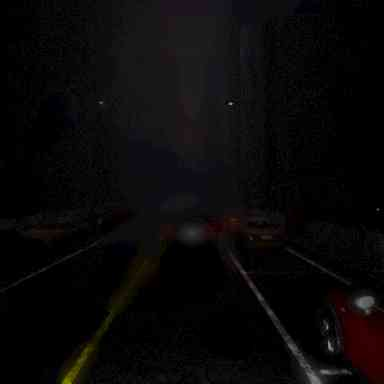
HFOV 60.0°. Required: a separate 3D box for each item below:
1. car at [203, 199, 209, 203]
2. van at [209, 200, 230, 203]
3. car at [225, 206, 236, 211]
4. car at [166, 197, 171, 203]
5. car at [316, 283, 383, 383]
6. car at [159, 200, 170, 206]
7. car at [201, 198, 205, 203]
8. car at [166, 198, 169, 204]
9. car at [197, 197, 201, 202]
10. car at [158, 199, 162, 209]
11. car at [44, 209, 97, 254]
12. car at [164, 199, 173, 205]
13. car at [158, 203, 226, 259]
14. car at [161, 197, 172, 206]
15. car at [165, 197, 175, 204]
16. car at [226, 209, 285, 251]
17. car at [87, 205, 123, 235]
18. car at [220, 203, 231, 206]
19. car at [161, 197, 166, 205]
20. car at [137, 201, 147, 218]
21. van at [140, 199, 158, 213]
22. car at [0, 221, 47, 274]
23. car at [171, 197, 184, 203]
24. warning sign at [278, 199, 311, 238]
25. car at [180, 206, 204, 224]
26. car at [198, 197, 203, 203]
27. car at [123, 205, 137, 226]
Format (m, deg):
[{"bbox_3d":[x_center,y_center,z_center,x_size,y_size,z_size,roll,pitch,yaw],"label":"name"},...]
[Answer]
[{"bbox_3d":[2.757,1.982,42.501,1.887,1.381,4.507,0,-1,0],"label":"car"},{"bbox_3d":[2.760,1.664,31.299,1.690,1.788,3.998,0,-1,0],"label":"van"},{"bbox_3d":[2.761,1.752,20.093,1.887,1.381,4.507,0,-1,0],"label":"car"},{"bbox_3d":[-5.773,2.109,64.896,1.967,1.590,4.097,0,-1,0],"label":"car"},{"bbox_3d":[2.765,1.475,3.288,1.967,1.590,4.097,0,-1,0],"label":"car"},{"bbox_3d":[-5.774,2.292,70.496,1.947,1.339,4.313,0,-1,0],"label":"car"},{"bbox_3d":[2.756,1.935,48.103,1.967,1.590,4.097,0,-1,0],"label":"car"},{"bbox_3d":[-5.772,2.177,59.293,1.947,1.339,4.313,0,-1,0],"label":"car"},{"bbox_3d":[2.748,2.409,81.714,1.947,1.339,4.313,0,-1,0],"label":"car"},{"bbox_3d":[-5.770,2.077,48.090,1.802,1.307,4.206,0,-1,0],"label":"car"},{"bbox_3d":[-5.763,1.674,14.312,1.752,1.417,4.829,0,-1,0],"label":"car"},{"bbox_3d":[-5.777,2.425,81.698,1.802,1.307,4.206,0,-1,0],"label":"car"},{"bbox_3d":[0.017,1.490,13.430,2.097,1.767,4.553,0,-1,0],"label":"car"},{"bbox_3d":[-5.775,2.100,76.100,2.192,1.841,5.009,0,-1,0],"label":"car"},{"bbox_3d":[-5.777,2.217,87.303,2.192,1.841,5.009,0,-1,0],"label":"car"},{"bbox_3d":[2.762,1.677,14.661,1.752,1.417,4.829,0,-1,0],"label":"car"},{"bbox_3d":[-5.764,1.648,20.084,1.967,1.590,4.097,0,-1,0],"label":"car"},{"bbox_3d":[2.760,1.810,25.695,1.887,1.381,4.507,0,-1,0],"label":"car"},{"bbox_3d":[-5.771,1.993,53.693,1.967,1.590,4.097,0,-1,0],"label":"car"},{"bbox_3d":[-5.766,1.867,31.286,1.887,1.381,4.507,0,-1,0],"label":"car"},{"bbox_3d":[-5.768,1.779,42.492,1.690,1.788,3.998,0,-1,0],"label":"van"},{"bbox_3d":[-5.762,1.675,8.879,1.802,1.307,4.206,0,-1,0],"label":"car"},{"bbox_3d":[-3.032,2.176,65.311,1.837,1.490,4.892,0,-1,0],"label":"car"},{"bbox_3d":[5.060,1.287,16.576,1.300,1.860,1.060,0,-1,0],"label":"warning sign"},{"bbox_3d":[0.013,1.892,28.256,1.895,1.301,4.718,0,-1,0],"label":"car"},{"bbox_3d":[2.752,2.213,64.908,1.887,1.381,4.507,0,-1,0],"label":"car"},{"bbox_3d":[-5.765,1.810,25.684,1.887,1.381,4.507,0,-1,0],"label":"car"}]
